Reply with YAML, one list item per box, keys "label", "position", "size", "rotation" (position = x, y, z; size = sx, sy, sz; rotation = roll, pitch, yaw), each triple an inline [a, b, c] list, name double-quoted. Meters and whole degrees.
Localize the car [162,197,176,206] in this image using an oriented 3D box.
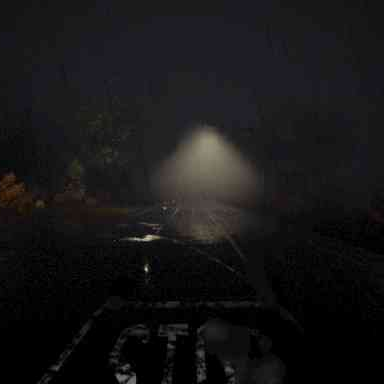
- label: "car"
  position: [-3.731, 1.544, 54.891]
  size: [1.837, 1.490, 4.892]
  rotation: [0, 0, -1]
